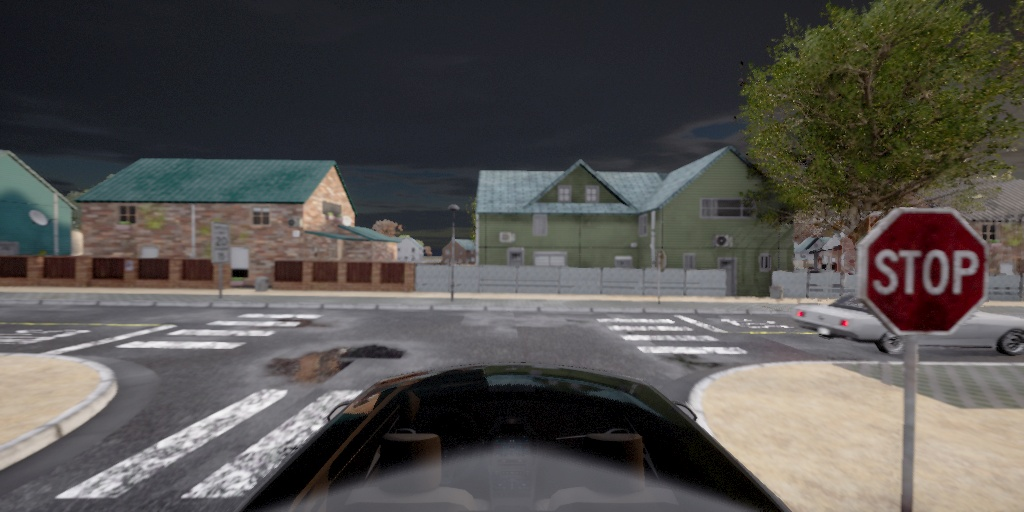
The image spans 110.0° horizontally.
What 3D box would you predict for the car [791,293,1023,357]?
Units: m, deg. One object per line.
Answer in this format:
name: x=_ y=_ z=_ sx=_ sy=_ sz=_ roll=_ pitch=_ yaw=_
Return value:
car: x=10.109 y=1.653 z=9.140 sx=4.718 sy=1.301 sz=1.895 roll=1 pitch=1 yaw=-2
